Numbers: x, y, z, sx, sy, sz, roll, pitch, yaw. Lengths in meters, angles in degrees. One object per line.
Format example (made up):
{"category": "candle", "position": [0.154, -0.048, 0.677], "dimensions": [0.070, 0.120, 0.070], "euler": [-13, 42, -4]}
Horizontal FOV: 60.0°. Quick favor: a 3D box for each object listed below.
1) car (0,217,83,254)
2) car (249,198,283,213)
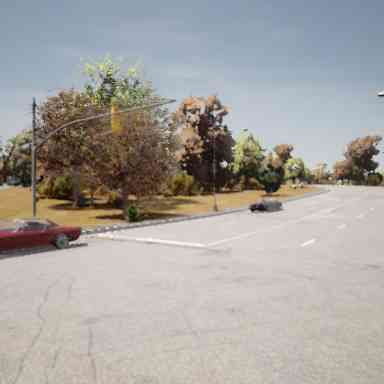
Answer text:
{"category": "car", "position": [-6.800, 1.702, 12.970], "dimensions": [1.895, 1.301, 4.718], "euler": [-1, 0, 35]}
{"category": "car", "position": [7.442, 1.315, 33.336], "dimensions": [1.895, 1.301, 4.718], "euler": [-1, 2, 35]}
